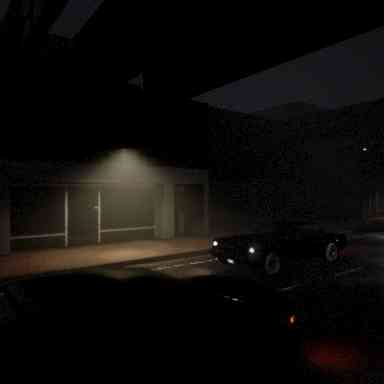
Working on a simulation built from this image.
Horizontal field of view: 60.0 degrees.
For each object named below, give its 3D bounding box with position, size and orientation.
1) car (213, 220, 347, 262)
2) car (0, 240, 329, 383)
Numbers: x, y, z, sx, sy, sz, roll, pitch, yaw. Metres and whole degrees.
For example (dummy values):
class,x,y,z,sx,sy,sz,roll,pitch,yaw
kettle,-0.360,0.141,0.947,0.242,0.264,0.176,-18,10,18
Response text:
class,x,y,z,sx,sy,sz,roll,pitch,yaw
car,2.836,1.601,10.519,4.718,1.301,1.895,0,0,-37
car,-1.148,1.547,3.140,5.357,1.411,2.033,0,0,-37
